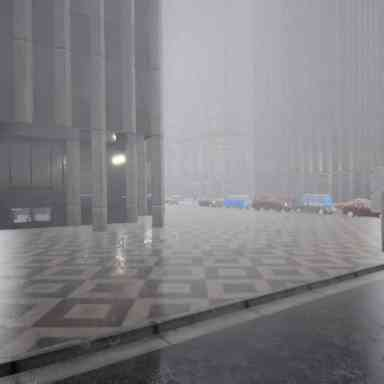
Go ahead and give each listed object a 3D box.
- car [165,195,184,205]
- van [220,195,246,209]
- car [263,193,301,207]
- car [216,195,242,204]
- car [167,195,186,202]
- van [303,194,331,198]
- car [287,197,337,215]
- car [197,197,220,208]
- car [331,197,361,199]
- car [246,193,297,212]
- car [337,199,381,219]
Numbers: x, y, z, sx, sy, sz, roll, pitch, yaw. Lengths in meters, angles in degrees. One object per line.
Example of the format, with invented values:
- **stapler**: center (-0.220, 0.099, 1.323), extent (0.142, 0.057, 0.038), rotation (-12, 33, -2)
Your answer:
- **car**: center (-3.853, 1.438, 55.828), extent (2.008, 1.369, 4.403), rotation (-1, 1, -36)
- **van**: center (5.797, 1.294, 42.351), extent (1.690, 1.788, 3.998), rotation (-1, 1, -36)
- **car**: center (12.741, 1.129, 47.306), extent (2.192, 1.841, 5.009), rotation (-1, 1, -36)
- **car**: center (6.213, 1.296, 56.431), extent (1.752, 1.417, 4.829), rotation (-1, 1, -36)
- **car**: center (-3.335, 1.257, 69.771), extent (2.008, 1.369, 4.403), rotation (-1, 1, -36)
- **van**: center (15.957, 1.178, 42.813), extent (1.690, 1.788, 3.998), rotation (-1, 1, -36)
- **car**: center (12.235, 1.548, 33.369), extent (2.008, 1.369, 4.403), rotation (-1, 1, -36)
- **car**: center (2.581, 1.371, 46.843), extent (1.967, 1.590, 4.097), rotation (-1, 1, -36)
- **car**: center (19.075, 1.384, 38.461), extent (1.752, 1.417, 4.829), rotation (-1, 1, -36)
- **car**: center (9.015, 1.290, 37.858), extent (2.192, 1.841, 5.009), rotation (-1, 1, -36)
- **car**: center (15.452, 1.566, 28.877), extent (1.887, 1.381, 4.507), rotation (-1, 1, -36)
